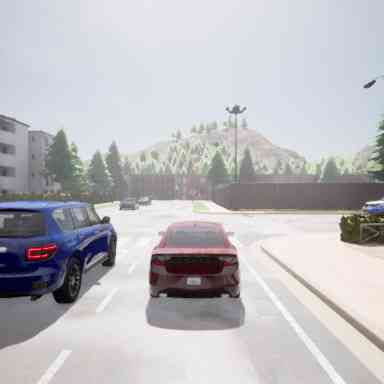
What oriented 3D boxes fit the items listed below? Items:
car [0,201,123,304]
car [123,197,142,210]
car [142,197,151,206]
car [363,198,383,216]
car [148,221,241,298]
[{"bbox_3d":[-3.440,1.221,8.287,2.150,2.045,5.566,0,0,0],"label":"car"},{"bbox_3d":[-7.828,1.485,41.754,1.837,1.490,4.892,0,0,0],"label":"car"},{"bbox_3d":[-7.846,1.526,54.788,2.033,1.411,5.357,0,0,0],"label":"car"},{"bbox_3d":[16.794,1.475,26.858,5.008,1.535,1.882,0,0,0],"label":"car"},{"bbox_3d":[0.096,1.477,8.544,1.882,1.535,5.008,0,0,1],"label":"car"}]
